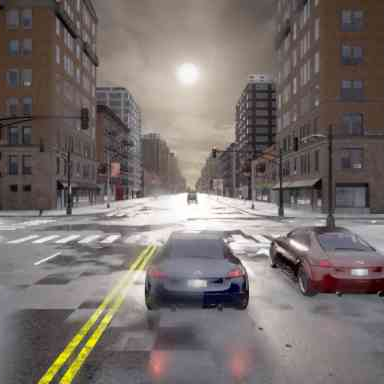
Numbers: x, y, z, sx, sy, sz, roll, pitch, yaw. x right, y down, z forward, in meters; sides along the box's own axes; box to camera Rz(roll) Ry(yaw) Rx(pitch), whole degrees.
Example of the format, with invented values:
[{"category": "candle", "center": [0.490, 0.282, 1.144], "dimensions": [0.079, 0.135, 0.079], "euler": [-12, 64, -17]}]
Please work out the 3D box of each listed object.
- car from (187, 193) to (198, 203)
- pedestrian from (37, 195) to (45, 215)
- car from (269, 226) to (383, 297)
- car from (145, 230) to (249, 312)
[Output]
[{"category": "car", "center": [0.049, 1.213, 71.565], "dimensions": [2.150, 2.045, 5.566], "euler": [0, 0, 0]}, {"category": "pedestrian", "center": [-14.138, 1.170, 31.123], "dimensions": [0.375, 1.860, 0.375], "euler": [0, 0, 0]}, {"category": "car", "center": [3.339, 1.564, 8.616], "dimensions": [1.994, 1.385, 4.181], "euler": [0, 0, 0]}, {"category": "car", "center": [0.089, 1.564, 7.798], "dimensions": [1.994, 1.385, 4.181], "euler": [0, 0, 0]}]
